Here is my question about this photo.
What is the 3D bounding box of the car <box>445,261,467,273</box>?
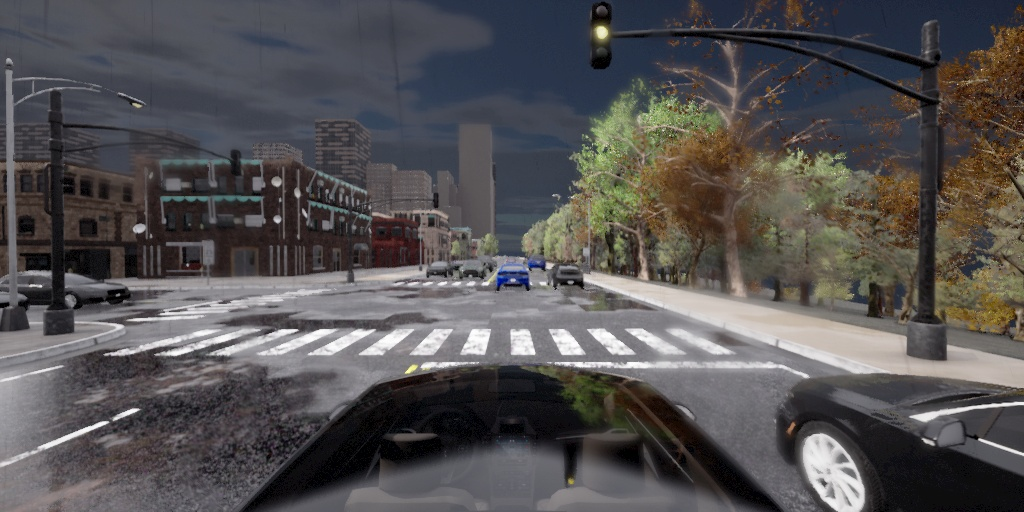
[{"bbox_3d":[-6.672,1.311,43.502,1.895,1.301,4.718,0,0,0],"label":"car"}]

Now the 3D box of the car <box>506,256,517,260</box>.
[{"bbox_3d":[-0.132,1.238,62.703,2.033,1.411,5.357,0,0,0],"label":"car"}]

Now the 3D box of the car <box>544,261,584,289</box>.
[{"bbox_3d":[3.306,1.236,22.660,1.837,1.490,4.892,0,0,0],"label":"car"}]

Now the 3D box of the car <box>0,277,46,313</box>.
[{"bbox_3d":[-19.970,1.558,12.657,4.313,1.339,1.948,0,0,0],"label":"car"}]

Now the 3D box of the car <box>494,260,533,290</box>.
[{"bbox_3d":[0.057,1.210,22.405,1.882,1.535,5.008,0,0,0],"label":"car"}]

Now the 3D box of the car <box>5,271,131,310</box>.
[{"bbox_3d":[-19.370,1.462,15.339,4.892,1.490,1.837,-1,1,-2],"label":"car"}]

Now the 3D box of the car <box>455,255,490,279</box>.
[{"bbox_3d":[-3.406,1.075,31.712,2.097,1.767,4.553,0,0,0],"label":"car"}]

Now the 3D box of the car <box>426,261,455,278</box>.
[{"bbox_3d":[-6.656,1.198,33.539,1.882,1.535,5.008,0,0,0],"label":"car"}]

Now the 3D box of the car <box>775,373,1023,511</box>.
[{"bbox_3d":[3.366,1.251,1.281,1.837,1.490,4.892,0,-1,-2],"label":"car"}]

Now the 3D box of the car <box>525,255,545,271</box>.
[{"bbox_3d":[3.253,0.928,47.346,2.150,2.045,5.566,0,0,0],"label":"car"}]

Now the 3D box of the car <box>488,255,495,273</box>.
[{"bbox_3d":[-3.426,0.934,43.887,2.150,2.045,5.566,0,0,0],"label":"car"}]
